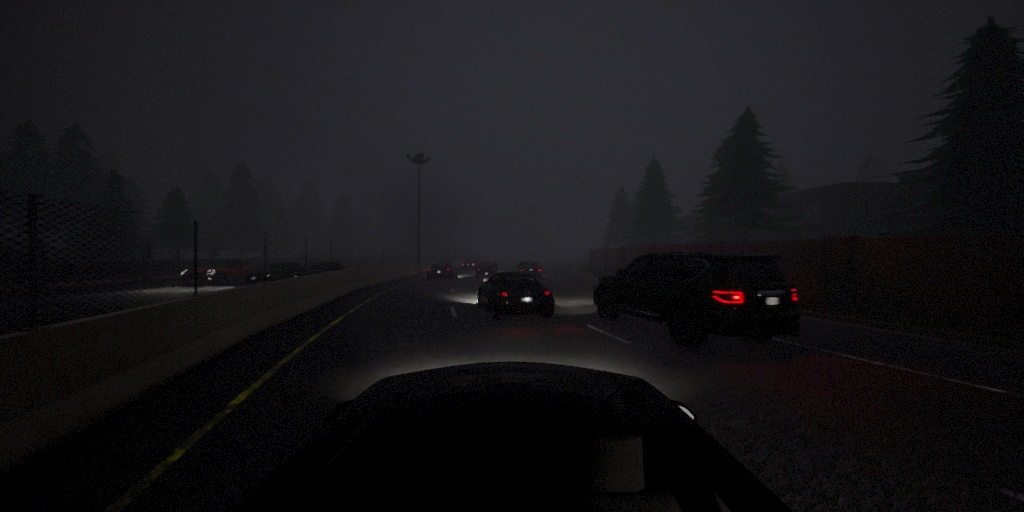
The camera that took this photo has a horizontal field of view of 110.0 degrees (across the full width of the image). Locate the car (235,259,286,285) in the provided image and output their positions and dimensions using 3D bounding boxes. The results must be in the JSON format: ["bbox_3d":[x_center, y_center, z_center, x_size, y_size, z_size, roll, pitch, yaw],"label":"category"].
[{"bbox_3d":[-15.981,1.112,24.402,1.837,1.490,4.892,0,0,-3],"label":"car"}]

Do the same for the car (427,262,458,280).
[{"bbox_3d":[-5.480,1.139,28.573,1.994,1.385,4.181,0,0,-2],"label":"car"}]

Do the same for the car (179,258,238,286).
[{"bbox_3d":[-19.441,0.964,23.922,2.097,1.767,4.553,0,0,-3],"label":"car"}]

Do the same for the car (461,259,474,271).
[{"bbox_3d":[-4.808,1.021,43.820,2.033,1.411,5.357,0,0,7],"label":"car"}]

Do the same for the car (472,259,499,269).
[{"bbox_3d":[-2.121,1.151,32.022,1.895,1.301,4.718,0,0,0],"label":"car"}]

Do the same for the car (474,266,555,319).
[{"bbox_3d":[-0.007,1.242,12.544,1.994,1.385,4.181,0,0,-13],"label":"car"}]

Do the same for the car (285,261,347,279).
[{"bbox_3d":[-12.420,1.116,23.534,1.837,1.490,4.892,0,0,-4],"label":"car"}]

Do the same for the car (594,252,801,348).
[{"bbox_3d":[4.263,0.920,9.421,2.150,2.045,5.566,0,1,-15],"label":"car"}]

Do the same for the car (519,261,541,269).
[{"bbox_3d":[1.390,1.112,29.524,2.033,1.411,5.357,0,0,-2],"label":"car"}]
